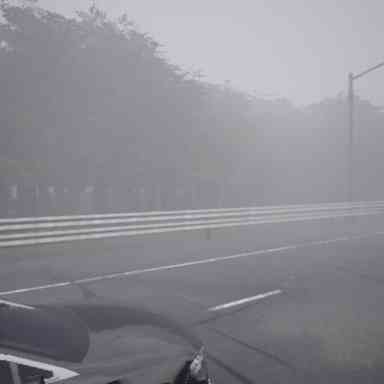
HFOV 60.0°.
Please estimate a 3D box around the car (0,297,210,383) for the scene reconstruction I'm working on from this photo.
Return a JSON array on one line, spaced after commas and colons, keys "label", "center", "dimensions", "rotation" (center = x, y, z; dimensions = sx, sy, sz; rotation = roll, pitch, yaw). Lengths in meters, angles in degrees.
[{"label": "car", "center": [-2.070, 1.494, 2.267], "dimensions": [4.902, 1.511, 2.128], "rotation": [0, 0, -35]}]
